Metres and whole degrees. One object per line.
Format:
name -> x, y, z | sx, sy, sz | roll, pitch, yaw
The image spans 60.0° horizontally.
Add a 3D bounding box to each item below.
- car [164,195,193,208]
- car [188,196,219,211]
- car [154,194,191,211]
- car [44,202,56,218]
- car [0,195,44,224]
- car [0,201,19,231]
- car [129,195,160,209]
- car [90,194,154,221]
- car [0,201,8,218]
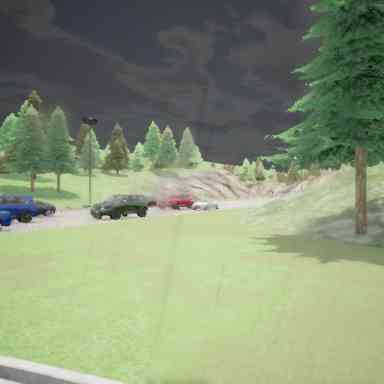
car -> -1.878, 1.351, 48.699 | 2.097, 1.767, 4.553 | 0, 0, 31
car -> 1.736, 1.526, 41.124 | 1.812, 1.442, 4.674 | 0, 1, 31
car -> -1.947, 1.220, 41.791 | 2.150, 2.045, 5.566 | 0, 0, 31
car -> -14.012, 1.505, 28.346 | 1.837, 1.490, 4.892 | 0, 0, 31
car -> -13.367, 1.222, 22.579 | 2.150, 2.045, 5.566 | 0, 0, 31
car -> -12.269, 1.478, 17.573 | 1.882, 1.535, 5.008 | 0, 0, 31
car -> -6.715, 1.351, 47.448 | 2.097, 1.767, 4.553 | 0, 0, 31
car -> -5.981, 1.223, 28.171 | 2.150, 2.045, 5.566 | 0, 0, 30
car -> -18.288, 1.526, 27.961 | 1.812, 1.442, 4.674 | 0, 0, 30
